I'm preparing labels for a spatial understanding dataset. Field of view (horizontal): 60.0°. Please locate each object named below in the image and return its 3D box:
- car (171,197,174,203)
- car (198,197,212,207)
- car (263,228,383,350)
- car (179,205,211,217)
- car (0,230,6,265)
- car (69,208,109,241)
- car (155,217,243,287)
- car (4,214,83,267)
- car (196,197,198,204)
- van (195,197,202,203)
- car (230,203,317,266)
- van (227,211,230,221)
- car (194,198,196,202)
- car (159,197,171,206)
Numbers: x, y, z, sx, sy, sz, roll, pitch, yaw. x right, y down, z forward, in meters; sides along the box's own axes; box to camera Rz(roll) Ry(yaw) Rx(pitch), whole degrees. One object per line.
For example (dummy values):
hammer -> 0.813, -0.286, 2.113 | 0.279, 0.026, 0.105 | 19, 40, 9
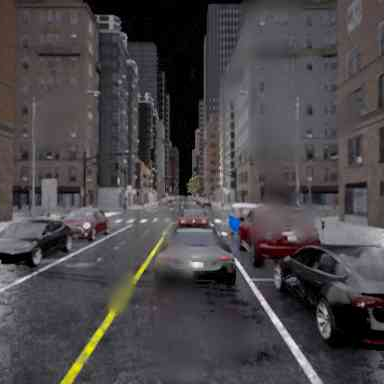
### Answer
car -> -6.594, 2.193, 89.326 | 2.192, 1.841, 5.009 | 0, -1, -1
car -> 2.558, 2.018, 61.238 | 1.967, 1.590, 4.097 | 0, -1, -1
car -> 2.856, 1.624, 6.302 | 1.947, 1.339, 4.313 | 0, -1, 0
car -> 0.096, 1.800, 22.036 | 1.895, 1.301, 4.718 | 0, -1, 0
car -> -5.670, 1.640, 6.292 | 1.802, 1.307, 4.206 | 0, -1, 0
car -> -5.672, 1.597, 17.343 | 1.967, 1.590, 4.097 | 0, -1, 0
car -> 0.096, 1.651, 9.594 | 1.994, 1.385, 4.181 | 0, -1, 0
car -> -5.671, 1.673, 11.817 | 1.947, 1.339, 4.313 | 0, -1, 0
car -> 2.307, 2.273, 72.544 | 1.802, 1.307, 4.206 | 0, -1, -1
van -> 1.804, 2.292, 95.155 | 1.690, 1.788, 3.998 | 0, -1, -1
car -> 2.855, 1.423, 11.828 | 2.192, 1.841, 5.009 | 0, -1, 0
van -> 2.854, 1.498, 17.351 | 1.690, 1.788, 3.998 | 0, -1, 0
car -> 2.056, 2.393, 83.846 | 1.802, 1.307, 4.206 | 0, -1, -1
car -> -6.216, 2.130, 72.364 | 1.967, 1.590, 4.097 | 0, -1, -1
